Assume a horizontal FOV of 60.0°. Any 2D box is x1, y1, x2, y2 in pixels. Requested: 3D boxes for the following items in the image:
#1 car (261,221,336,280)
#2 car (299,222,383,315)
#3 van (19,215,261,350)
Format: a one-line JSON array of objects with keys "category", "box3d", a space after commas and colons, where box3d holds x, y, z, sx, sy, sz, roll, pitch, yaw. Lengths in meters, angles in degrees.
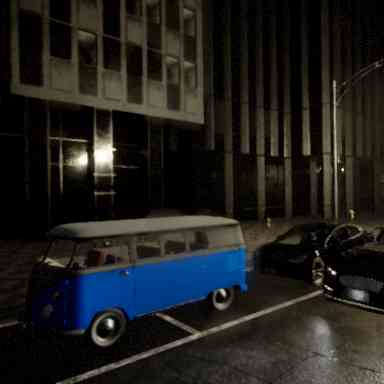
[{"category": "car", "box3d": [3.639, 1.558, 9.551, 4.313, 1.339, 1.947, -1, 0, -38]}, {"category": "car", "box3d": [4.722, 1.459, 7.133, 4.902, 1.511, 2.128, -1, 0, -38]}, {"category": "van", "box3d": [-0.788, 1.382, 6.056, 3.998, 1.788, 1.690, -1, 0, -38]}]
